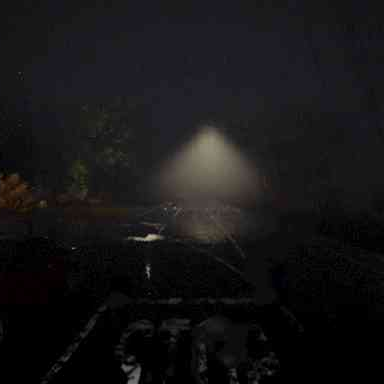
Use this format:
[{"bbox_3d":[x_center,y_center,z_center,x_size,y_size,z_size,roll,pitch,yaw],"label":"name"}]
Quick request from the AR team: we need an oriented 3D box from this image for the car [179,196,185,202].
[{"bbox_3d":[-2.760,1.653,81.393,1.994,1.385,4.181,0,0,5],"label":"car"}]

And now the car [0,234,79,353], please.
[{"bbox_3d":[-3.472,1.539,5.859,1.812,1.442,4.674,0,0,0],"label":"car"}]

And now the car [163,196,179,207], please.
[{"bbox_3d":[-3.396,1.590,52.587,1.812,1.442,4.674,0,0,0],"label":"car"}]
